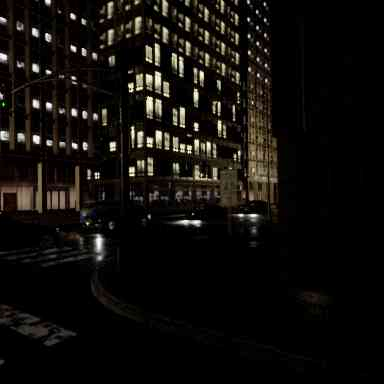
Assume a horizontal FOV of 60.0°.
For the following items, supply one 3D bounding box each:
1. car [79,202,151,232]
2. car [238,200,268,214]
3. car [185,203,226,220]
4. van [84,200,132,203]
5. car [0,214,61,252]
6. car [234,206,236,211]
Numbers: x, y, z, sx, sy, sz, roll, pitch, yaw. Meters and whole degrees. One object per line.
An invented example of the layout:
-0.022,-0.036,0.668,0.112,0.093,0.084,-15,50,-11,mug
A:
-4.623,1.569,20.946,1.837,1.490,4.892,-1,-1,33,car
7.132,1.629,37.240,1.812,1.442,4.674,-1,-1,36,car
1.237,1.647,29.051,1.994,1.385,4.181,-1,-1,36,car
-5.966,1.457,23.481,1.690,1.788,3.998,-2,-1,36,van
-7.174,1.472,11.825,1.882,1.535,5.008,0,0,36,car
6.892,1.686,41.374,1.752,1.417,4.829,-2,-1,36,car
